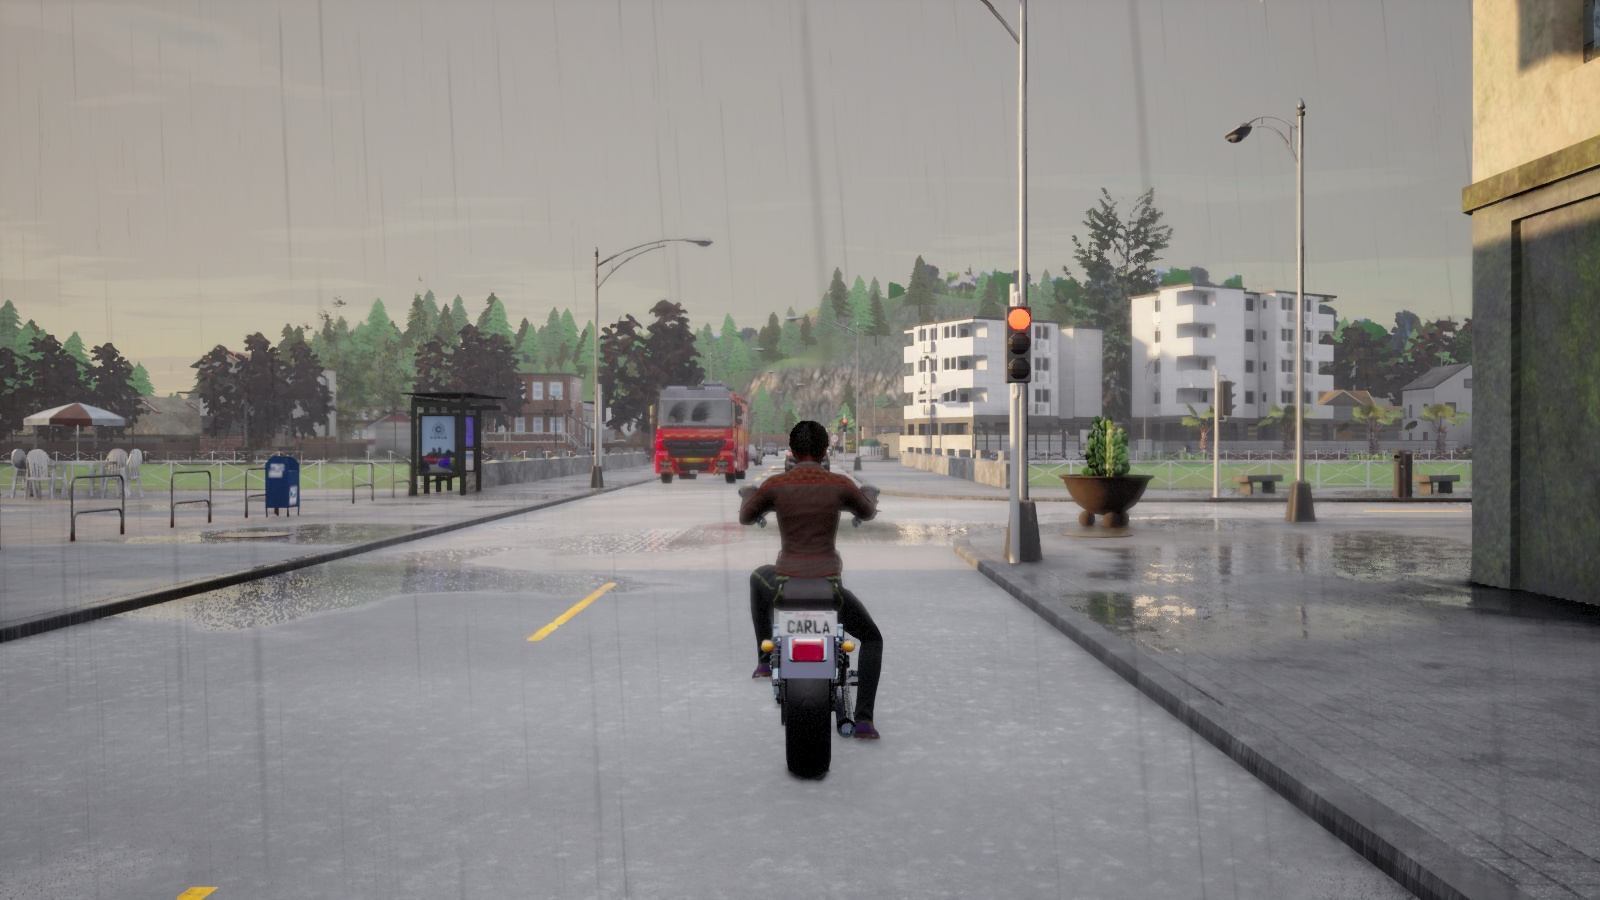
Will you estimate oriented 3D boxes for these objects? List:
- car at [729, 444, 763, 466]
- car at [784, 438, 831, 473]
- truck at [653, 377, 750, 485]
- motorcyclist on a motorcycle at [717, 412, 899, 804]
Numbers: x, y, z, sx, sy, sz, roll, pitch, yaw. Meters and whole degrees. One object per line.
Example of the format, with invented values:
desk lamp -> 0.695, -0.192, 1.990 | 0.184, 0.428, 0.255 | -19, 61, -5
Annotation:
car -> -3.558, 0.301, 82.922 | 1.812, 1.442, 4.674 | 0, 0, 3
car -> 0.351, 0.243, 61.720 | 2.242, 1.667, 4.611 | 0, 0, 0
truck -> -3.681, -0.697, 48.919 | 2.891, 3.827, 8.468 | 0, 0, 2
motorcyclist on a motorcycle -> 0.046, 0.660, 6.456 | 0.766, 1.649, 2.350 | 0, 0, 1
